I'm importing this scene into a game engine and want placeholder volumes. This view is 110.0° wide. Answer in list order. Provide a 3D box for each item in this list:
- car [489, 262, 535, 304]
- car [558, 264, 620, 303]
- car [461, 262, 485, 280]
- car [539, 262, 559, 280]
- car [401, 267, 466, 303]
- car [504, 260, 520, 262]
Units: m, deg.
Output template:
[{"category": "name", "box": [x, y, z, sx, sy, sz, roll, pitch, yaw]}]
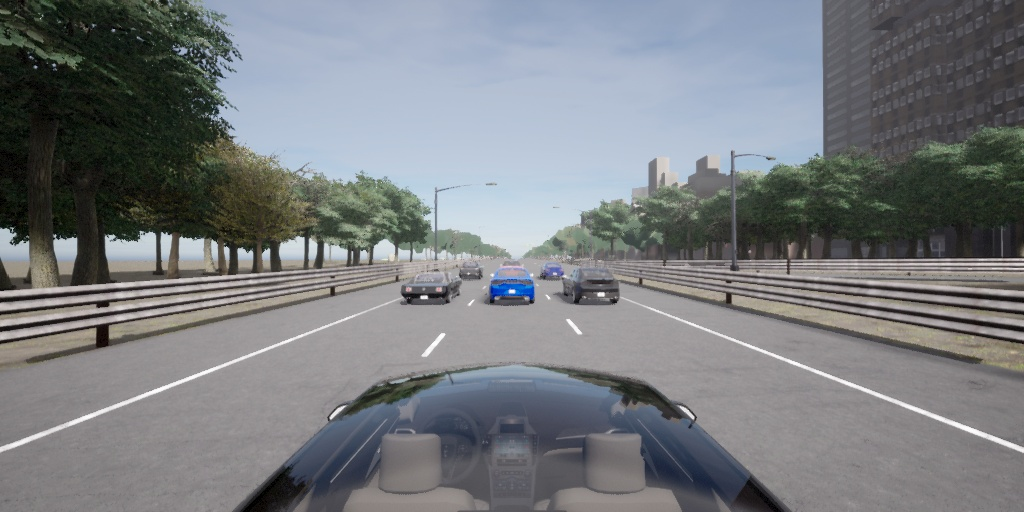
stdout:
[{"category": "car", "box": [0.000, 1.235, 16.500, 1.882, 1.535, 5.008, 0, 0, 0]}, {"category": "car", "box": [3.500, 1.267, 16.500, 1.837, 1.490, 4.892, 0, 0, 0]}, {"category": "car", "box": [-3.500, 1.242, 31.500, 2.128, 1.511, 4.902, 0, 0, 0]}, {"category": "car", "box": [3.500, 1.280, 31.499, 1.812, 1.442, 4.674, 0, 0, 0]}, {"category": "car", "box": [-3.500, 1.366, 16.530, 1.895, 1.301, 4.718, 0, 0, 0]}, {"category": "car", "box": [0.000, 1.112, 31.470, 2.097, 1.767, 4.553, 0, 0, 0]}]
